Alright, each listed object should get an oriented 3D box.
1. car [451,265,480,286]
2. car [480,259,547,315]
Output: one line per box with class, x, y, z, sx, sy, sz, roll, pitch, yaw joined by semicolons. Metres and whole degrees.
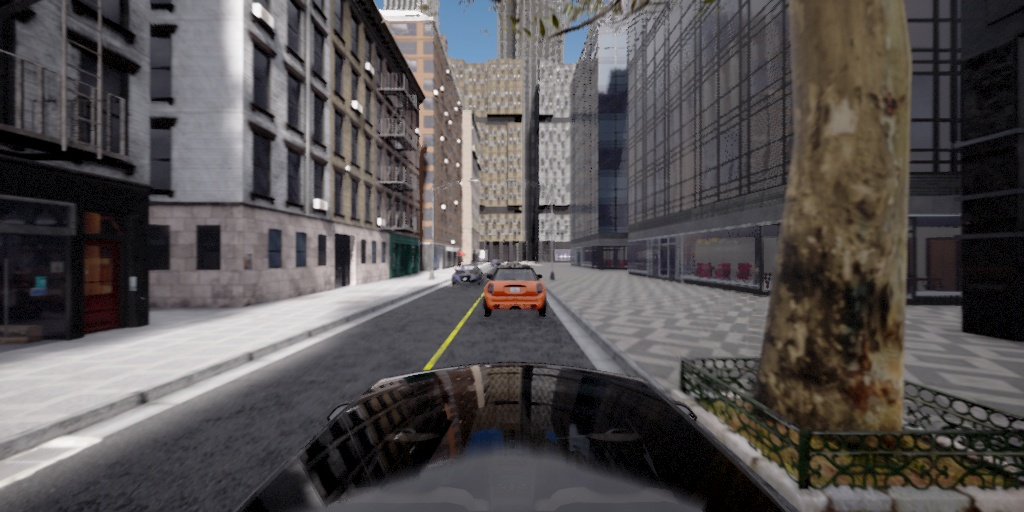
car;-3.101;1.319;25.617;1.994;1.385;4.181;0;0;0
car;0.098;1.106;13.636;2.097;1.767;4.553;0;0;0
